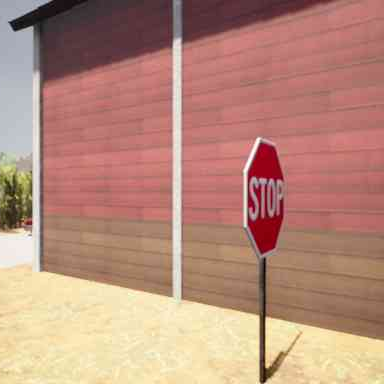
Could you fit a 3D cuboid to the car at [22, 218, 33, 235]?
[{"bbox_3d":[-6.674,1.592,18.243,1.895,1.301,4.718,0,0,32],"label":"car"}]
